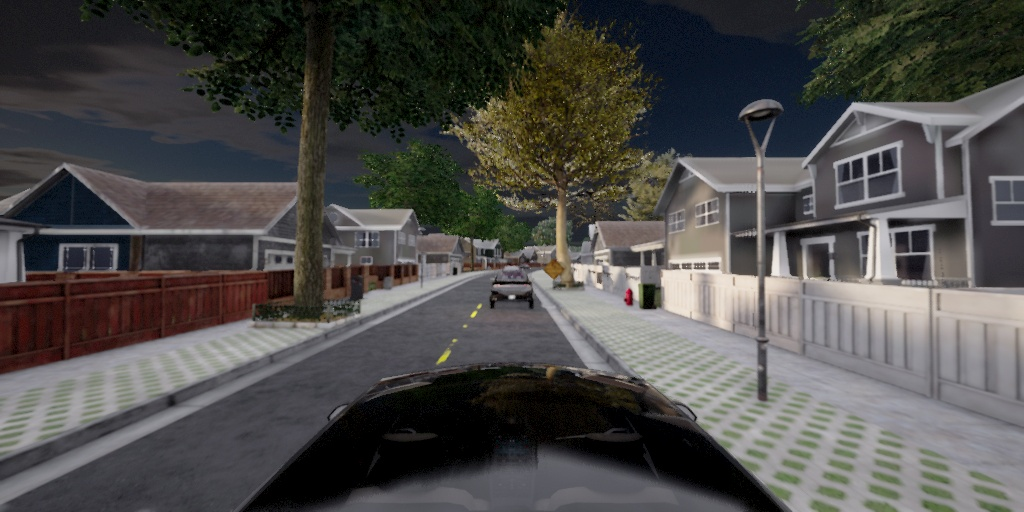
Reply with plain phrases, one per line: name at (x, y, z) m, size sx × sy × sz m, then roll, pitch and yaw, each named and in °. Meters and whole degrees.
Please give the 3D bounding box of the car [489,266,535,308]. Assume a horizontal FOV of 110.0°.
car at (-0.003, 1.389, 16.157) m, size 2.128 × 1.511 × 4.902 m, roll 0°, pitch -1°, yaw 0°

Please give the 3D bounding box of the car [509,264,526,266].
car at (-0.003, 1.556, 31.345) m, size 1.882 × 1.535 × 5.008 m, roll 0°, pitch 0°, yaw 0°

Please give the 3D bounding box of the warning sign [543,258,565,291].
warning sign at (2.508, 1.068, 21.194) m, size 1.300 × 1.860 × 1.060 m, roll 0°, pitch 0°, yaw 0°
